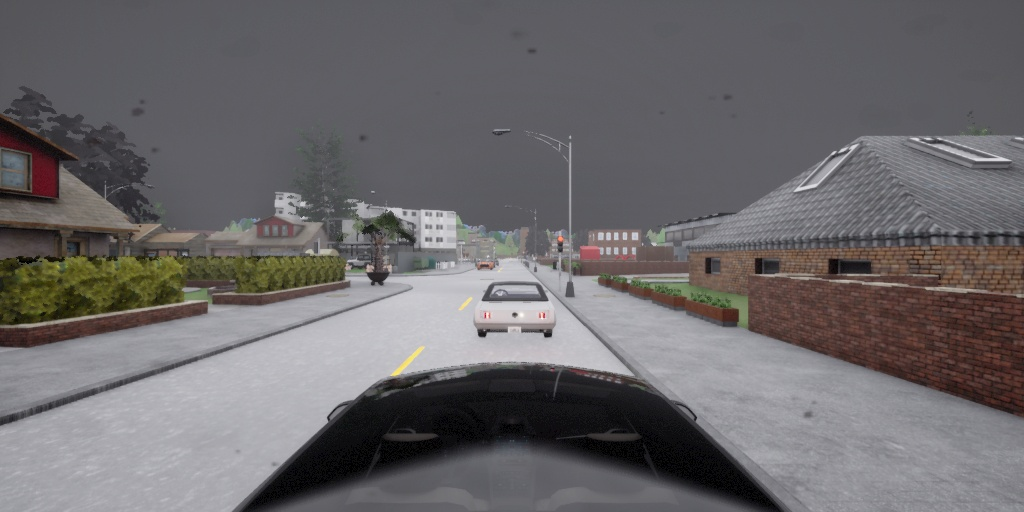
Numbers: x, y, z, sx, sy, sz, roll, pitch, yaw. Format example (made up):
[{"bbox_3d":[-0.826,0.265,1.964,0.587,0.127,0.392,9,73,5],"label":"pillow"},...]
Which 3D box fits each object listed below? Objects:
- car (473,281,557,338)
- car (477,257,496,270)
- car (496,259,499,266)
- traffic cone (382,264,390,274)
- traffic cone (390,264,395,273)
[{"bbox_3d":[0.096,1.351,10.191,1.895,1.301,4.718,0,0,1],"label":"car"},{"bbox_3d":[-3.826,1.102,52.297,2.097,1.767,4.553,0,0,0],"label":"car"},{"bbox_3d":[-3.755,1.255,61.678,1.837,1.490,4.892,0,0,1],"label":"car"},{"bbox_3d":[-15.526,1.561,44.141,0.344,0.586,0.344,0,0,0],"label":"traffic cone"},{"bbox_3d":[-15.162,1.558,44.708,0.344,0.586,0.344,0,0,0],"label":"traffic cone"}]
